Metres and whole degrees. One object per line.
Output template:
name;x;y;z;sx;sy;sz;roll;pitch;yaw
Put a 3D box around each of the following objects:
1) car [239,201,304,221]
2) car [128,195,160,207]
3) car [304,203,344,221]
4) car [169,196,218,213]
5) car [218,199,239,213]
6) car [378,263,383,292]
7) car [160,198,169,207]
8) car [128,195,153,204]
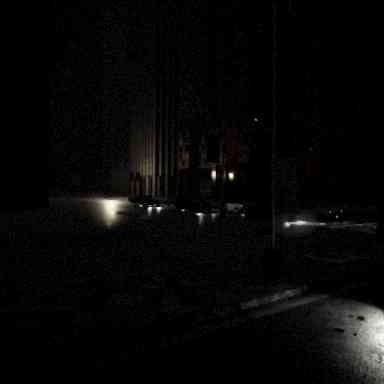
car;5.958;1.422;25.400;1.994;1.385;4.181;1;0;-36
car;-6.008;1.141;42.408;2.033;1.411;5.357;1;0;-35
car;9.363;1.503;26.236;1.895;1.301;4.718;1;0;-36
car;0.084;1.205;33.749;1.882;1.535;5.008;1;0;-35
car;4.072;1.385;33.726;1.895;1.301;4.718;1;0;-35
car;6.183;1.571;7.578;4.674;1.442;1.812;0;0;-34
car;-1.743;1.257;42.000;1.895;1.301;4.718;1;0;-35
car;-7.987;1.120;50.933;1.895;1.301;4.718;1;0;-35
